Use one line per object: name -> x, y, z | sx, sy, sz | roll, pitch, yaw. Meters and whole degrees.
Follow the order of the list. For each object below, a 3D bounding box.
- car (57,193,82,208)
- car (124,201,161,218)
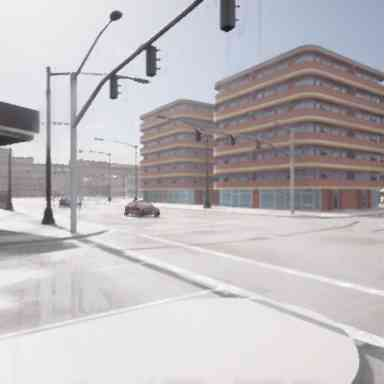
car -> -17.456, 1.346, 47.785 | 2.097, 1.767, 4.553 | 0, 0, -36
car -> -4.621, 1.520, 30.164 | 1.812, 1.442, 4.674 | 0, 0, -36
